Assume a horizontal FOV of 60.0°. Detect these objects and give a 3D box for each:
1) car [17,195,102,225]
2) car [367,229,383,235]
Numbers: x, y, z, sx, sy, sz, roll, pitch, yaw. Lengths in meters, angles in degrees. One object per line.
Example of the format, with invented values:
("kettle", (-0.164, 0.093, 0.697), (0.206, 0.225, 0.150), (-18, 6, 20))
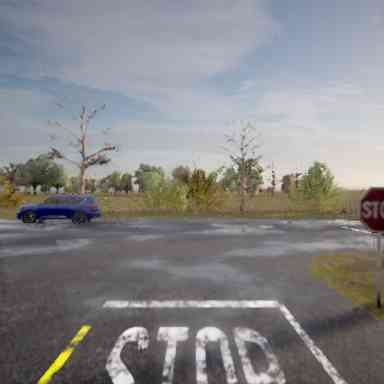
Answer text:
("car", (-9.237, 1.216, 23.456), (5.566, 2.045, 2.150), (0, 0, -2))
("car", (11.610, 1.534, 16.974), (5.008, 1.535, 1.882), (0, 0, -2))
